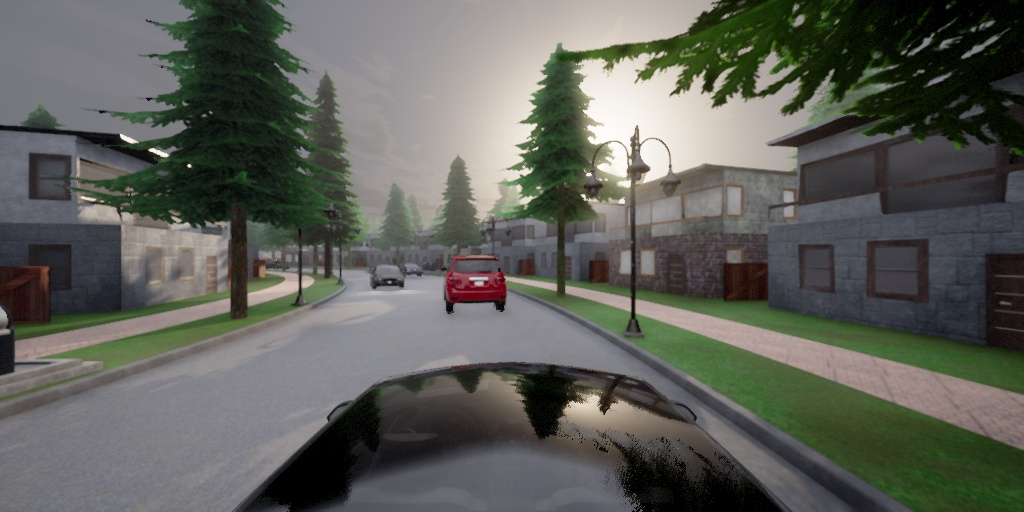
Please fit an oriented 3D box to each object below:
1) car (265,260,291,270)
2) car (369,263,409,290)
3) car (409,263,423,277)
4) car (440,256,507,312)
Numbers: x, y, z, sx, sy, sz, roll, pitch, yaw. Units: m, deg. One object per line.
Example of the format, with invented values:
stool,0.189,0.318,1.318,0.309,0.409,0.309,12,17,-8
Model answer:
car,-35.124,1.366,53.417,4.892,1.490,1.837,0,0,28
car,-8.122,1.300,23.262,1.837,1.490,4.892,1,0,-23
car,-10.604,1.370,36.078,2.033,1.411,5.357,0,0,-33
car,-1.663,1.000,14.588,2.150,2.045,5.566,0,0,-12
